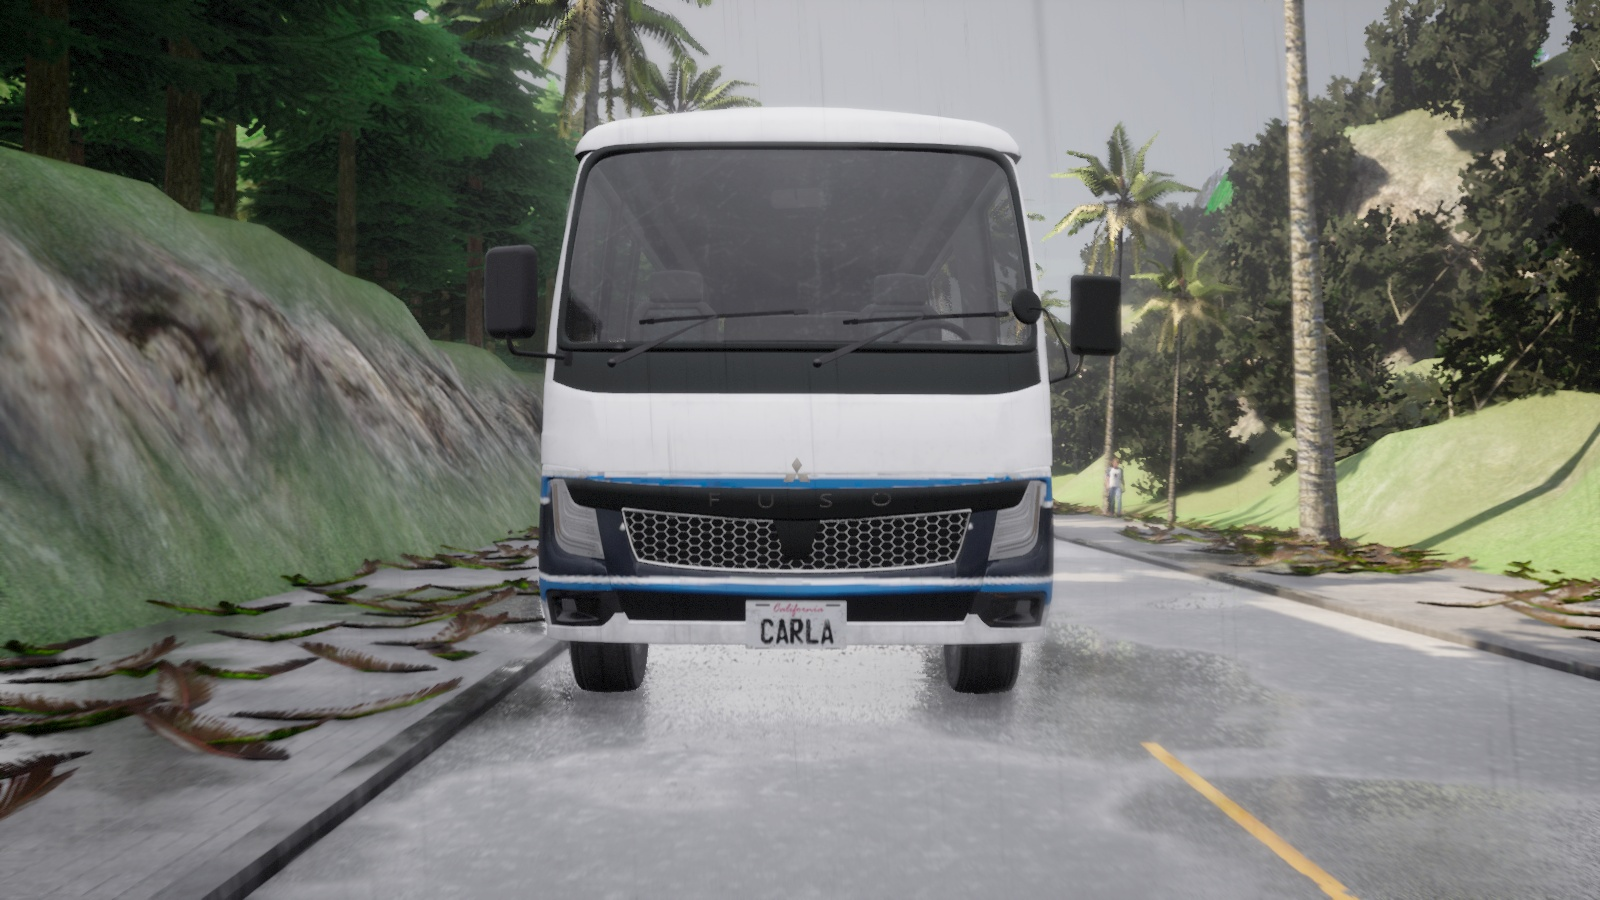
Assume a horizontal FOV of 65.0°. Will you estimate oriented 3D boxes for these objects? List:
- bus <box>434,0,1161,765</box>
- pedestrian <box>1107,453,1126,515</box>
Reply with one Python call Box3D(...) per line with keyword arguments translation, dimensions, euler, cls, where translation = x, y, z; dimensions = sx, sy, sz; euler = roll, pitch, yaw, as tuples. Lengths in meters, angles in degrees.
Box3D(translation=(-0.031, -0.361, 11.983), dimensions=(3.944, 4.253, 10.273), euler=(0, -1, 0), cls="bus")
Box3D(translation=(9.383, 1.002, 37.242), dimensions=(0.354, 1.836, 0.706), euler=(0, -1, 1), cls="pedestrian")
